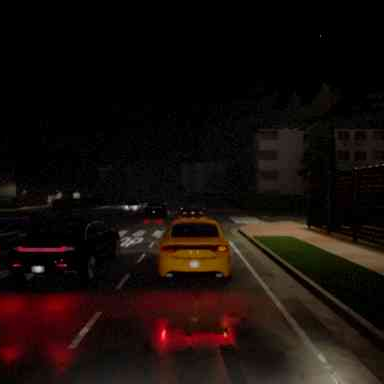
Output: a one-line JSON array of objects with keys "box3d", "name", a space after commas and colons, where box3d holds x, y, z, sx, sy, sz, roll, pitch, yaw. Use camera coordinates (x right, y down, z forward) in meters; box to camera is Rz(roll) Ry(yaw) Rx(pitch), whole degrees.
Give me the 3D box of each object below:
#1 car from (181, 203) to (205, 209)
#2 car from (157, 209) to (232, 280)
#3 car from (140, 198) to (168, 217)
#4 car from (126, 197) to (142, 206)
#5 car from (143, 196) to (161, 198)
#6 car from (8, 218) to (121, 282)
[{"box3d": [0.068, 1.637, 27.538, 2.033, 1.411, 5.357, 0, 0, 0], "name": "car"}, {"box3d": [0.072, 1.511, 10.094, 1.882, 1.535, 5.008, 0, 0, 0], "name": "car"}, {"box3d": [-3.454, 1.598, 32.608, 2.128, 1.511, 4.902, 0, 0, 0], "name": "car"}, {"box3d": [-10.832, 1.800, 60.729, 1.895, 1.301, 4.718, 0, 0, 0], "name": "car"}, {"box3d": [-7.340, 1.705, 61.267, 1.837, 1.490, 4.892, 0, 0, 0], "name": "car"}, {"box3d": [-3.428, 1.523, 9.858, 2.128, 1.511, 4.902, 0, 0, 0], "name": "car"}]
